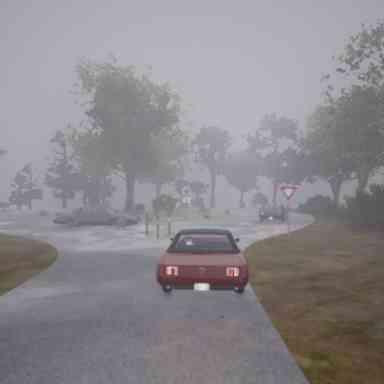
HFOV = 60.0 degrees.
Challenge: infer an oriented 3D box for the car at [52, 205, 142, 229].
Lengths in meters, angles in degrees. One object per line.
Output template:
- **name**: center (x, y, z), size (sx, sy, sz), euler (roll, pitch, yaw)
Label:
- **car**: center (-6.006, 1.570, 21.301), size (5.357, 1.411, 2.033), euler (0, 0, 1)

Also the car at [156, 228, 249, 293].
- **car**: center (0.339, 1.610, 8.845), size (1.895, 1.301, 4.718), euler (0, 0, 4)

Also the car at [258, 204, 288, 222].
- **car**: center (6.641, 1.629, 26.784), size (1.895, 1.301, 4.718), euler (0, 0, 20)
